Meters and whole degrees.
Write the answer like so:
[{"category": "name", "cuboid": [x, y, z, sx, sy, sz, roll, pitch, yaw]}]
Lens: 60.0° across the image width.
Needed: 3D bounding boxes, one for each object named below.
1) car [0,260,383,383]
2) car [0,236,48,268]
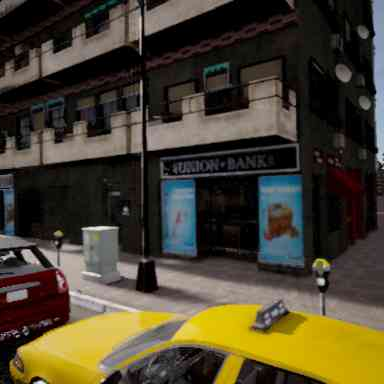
[{"category": "car", "cuboid": [0.364, 1.530, 2.632, 4.829, 1.417, 1.752, 0, -1, 36]}, {"category": "car", "cuboid": [-3.994, 1.469, 5.743, 4.097, 1.590, 1.967, 0, -1, 36]}]
